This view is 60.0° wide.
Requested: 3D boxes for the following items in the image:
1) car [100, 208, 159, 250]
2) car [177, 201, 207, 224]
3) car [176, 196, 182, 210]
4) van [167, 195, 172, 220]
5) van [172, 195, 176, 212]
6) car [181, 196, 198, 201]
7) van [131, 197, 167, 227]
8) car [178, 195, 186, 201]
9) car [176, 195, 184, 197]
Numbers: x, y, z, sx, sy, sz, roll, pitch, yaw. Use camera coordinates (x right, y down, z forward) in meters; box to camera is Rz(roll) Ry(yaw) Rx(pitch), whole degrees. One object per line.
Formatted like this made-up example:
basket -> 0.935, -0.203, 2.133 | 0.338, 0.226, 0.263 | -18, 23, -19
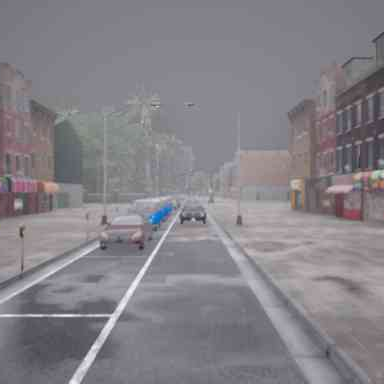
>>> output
car -> -2.646, 1.563, 14.182 | 1.802, 1.307, 4.206 | 0, 0, 0
car -> 0.080, 1.575, 24.665 | 1.895, 1.301, 4.718 | 0, 0, 0
car -> -2.662, 1.514, 41.504 | 2.008, 1.369, 4.403 | 0, 0, 0
van -> -2.653, 1.315, 25.111 | 1.690, 1.788, 3.998 | 0, 0, 0
van -> -2.656, 1.311, 30.575 | 1.690, 1.788, 3.998 | 0, 0, 0
car -> 0.061, 1.527, 40.863 | 1.994, 1.385, 4.181 | 0, 0, 0
van -> -2.650, 1.319, 19.646 | 1.690, 1.788, 3.998 | 0, 0, 0
car -> -2.692, 1.500, 90.804 | 1.967, 1.590, 4.097 | 0, 0, 0
car -> -2.666, 1.278, 46.967 | 2.192, 1.841, 5.009 | 0, 0, 0
